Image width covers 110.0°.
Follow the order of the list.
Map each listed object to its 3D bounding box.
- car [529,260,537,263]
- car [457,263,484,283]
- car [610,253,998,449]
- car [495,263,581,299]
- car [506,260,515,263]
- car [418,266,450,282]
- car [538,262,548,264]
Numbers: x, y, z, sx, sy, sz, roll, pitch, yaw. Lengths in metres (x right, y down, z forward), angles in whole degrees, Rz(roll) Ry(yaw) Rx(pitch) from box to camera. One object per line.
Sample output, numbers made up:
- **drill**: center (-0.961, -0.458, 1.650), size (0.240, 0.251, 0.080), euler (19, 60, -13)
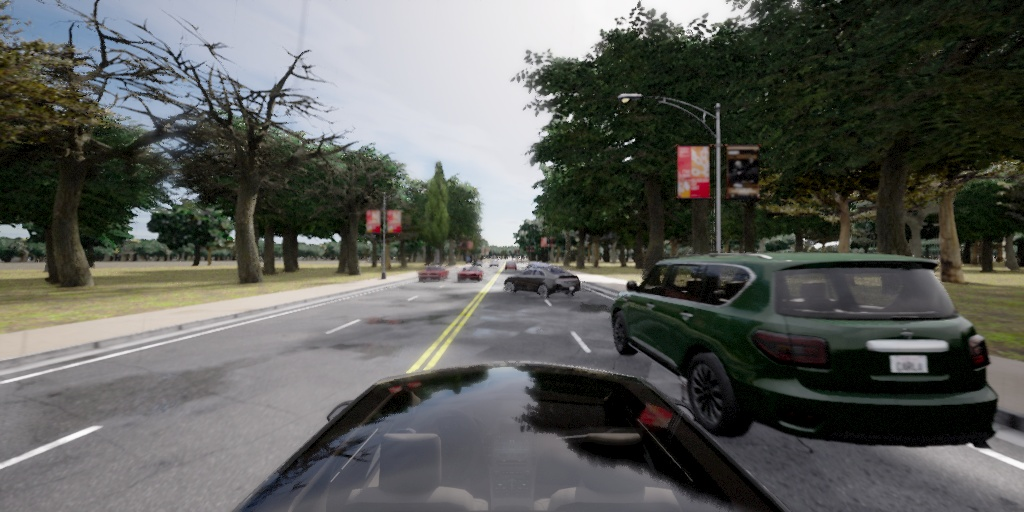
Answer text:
- **car**: center (3.173, 1.423, 38.604), size (1.882, 1.535, 5.008), euler (0, 0, 0)
- **car**: center (-3.396, 1.501, 29.829), size (1.895, 1.301, 4.718), euler (0, 0, 0)
- **car**: center (3.249, 0.993, 5.619), size (2.150, 2.045, 5.566), euler (0, 0, 0)
- **car**: center (1.462, 1.335, 18.984), size (2.128, 1.511, 4.902), euler (0, 0, -34)
- **car**: center (-0.165, 1.607, 60.064), size (1.994, 1.385, 4.181), euler (0, 0, 0)
- **car**: center (-6.647, 1.505, 30.758), size (1.895, 1.301, 4.718), euler (0, 0, 0)
- **car**: center (3.211, 1.414, 27.599), size (1.812, 1.442, 4.674), euler (0, 0, 0)
